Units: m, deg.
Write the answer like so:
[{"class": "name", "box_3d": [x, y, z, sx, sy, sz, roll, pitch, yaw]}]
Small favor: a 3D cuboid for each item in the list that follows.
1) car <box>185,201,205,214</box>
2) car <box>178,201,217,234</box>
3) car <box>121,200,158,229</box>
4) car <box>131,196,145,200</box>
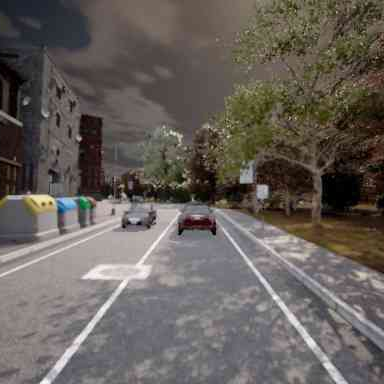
[{"class": "car", "box_3d": [0.240, 1.715, 37.470, 1.895, 1.301, 4.718, 0, 0, -3]}, {"class": "car", "box_3d": [0.291, 1.407, 19.635, 2.097, 1.767, 4.553, 0, 0, 1]}, {"class": "car", "box_3d": [-3.400, 1.547, 22.085, 2.128, 1.511, 4.902, 0, 0, 0]}, {"class": "car", "box_3d": [-10.202, 1.440, 62.743, 2.128, 1.511, 4.902, 3, -1, -27]}]
